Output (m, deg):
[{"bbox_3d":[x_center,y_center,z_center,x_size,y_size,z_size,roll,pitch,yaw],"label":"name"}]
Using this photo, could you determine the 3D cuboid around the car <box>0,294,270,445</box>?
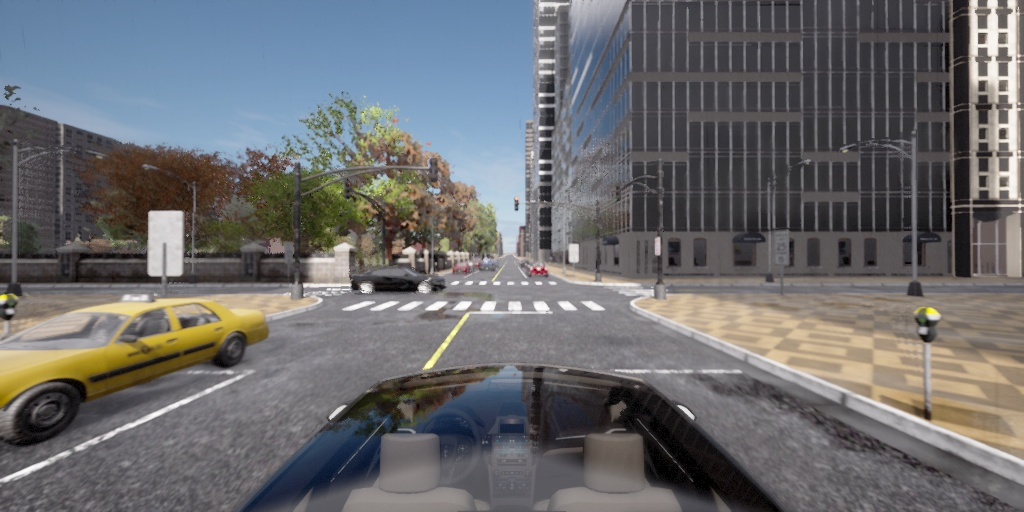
[{"bbox_3d":[-5.831,1.286,5.317,1.751,1.417,4.829,0,0,0],"label":"car"}]

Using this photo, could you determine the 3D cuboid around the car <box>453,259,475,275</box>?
[{"bbox_3d":[-5.839,1.397,41.888,1.888,1.381,4.507,0,0,0],"label":"car"}]

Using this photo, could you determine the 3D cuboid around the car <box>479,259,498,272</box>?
[{"bbox_3d":[-3.258,1.431,48.046,1.994,1.385,4.181,0,0,0],"label":"car"}]

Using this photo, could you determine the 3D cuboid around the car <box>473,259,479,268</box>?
[{"bbox_3d":[-5.861,1.417,47.571,2.007,1.370,4.403,0,0,0],"label":"car"}]

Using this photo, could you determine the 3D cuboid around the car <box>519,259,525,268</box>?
[{"bbox_3d":[2.456,1.469,64.647,1.948,1.339,4.313,0,0,0],"label":"car"}]

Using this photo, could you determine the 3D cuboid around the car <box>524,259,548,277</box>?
[{"bbox_3d":[2.563,1.276,36.242,1.967,1.591,4.097,0,0,0],"label":"car"}]

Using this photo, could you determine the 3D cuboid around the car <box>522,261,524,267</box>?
[{"bbox_3d":[2.541,1.416,41.922,1.948,1.339,4.313,0,0,0],"label":"car"}]

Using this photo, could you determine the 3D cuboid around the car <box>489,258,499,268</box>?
[{"bbox_3d":[-3.252,1.454,64.854,2.033,1.411,5.357,0,0,0],"label":"car"}]

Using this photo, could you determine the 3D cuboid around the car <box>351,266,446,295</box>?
[{"bbox_3d":[-6.141,1.315,19.594,5.008,1.535,1.882,0,0,1],"label":"car"}]
